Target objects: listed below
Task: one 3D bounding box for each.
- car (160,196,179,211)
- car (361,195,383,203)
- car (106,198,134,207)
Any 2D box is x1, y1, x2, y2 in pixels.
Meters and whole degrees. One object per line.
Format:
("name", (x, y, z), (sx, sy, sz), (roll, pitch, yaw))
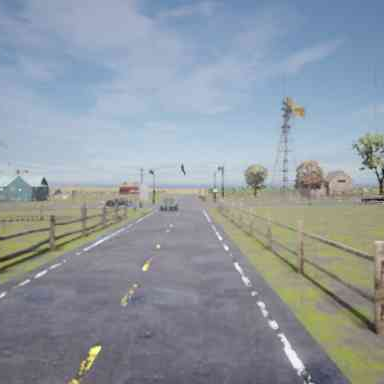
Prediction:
("car", (-2.755, 1.336, 41.085), (2.097, 1.767, 4.553), (0, 0, 0))
("car", (30.452, 1.188, 54.419), (4.718, 1.301, 1.895), (-1, 1, 0))
("car", (-11.553, 1.726, 54.315), (4.892, 1.490, 1.837), (0, 1, 0))
